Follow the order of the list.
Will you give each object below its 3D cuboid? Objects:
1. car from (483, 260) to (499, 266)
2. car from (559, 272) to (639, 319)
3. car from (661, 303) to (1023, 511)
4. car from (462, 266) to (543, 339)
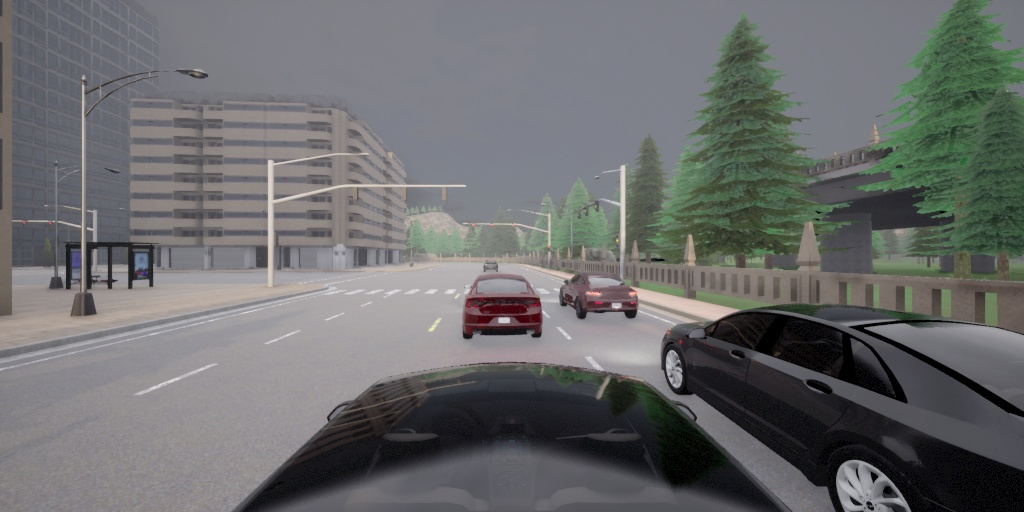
[{"bbox_3d":[-2.716,1.242,45.914,2.128,1.511,4.902,0,0,-4],"label":"car"},{"bbox_3d":[2.922,1.276,12.736,1.812,1.442,4.674,0,0,-3],"label":"car"},{"bbox_3d":[3.258,1.255,3.746,1.837,1.490,4.892,0,0,0],"label":"car"},{"bbox_3d":[-0.340,1.228,10.161,1.882,1.535,5.008,0,0,-4],"label":"car"}]
